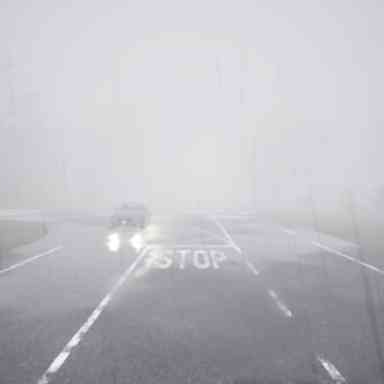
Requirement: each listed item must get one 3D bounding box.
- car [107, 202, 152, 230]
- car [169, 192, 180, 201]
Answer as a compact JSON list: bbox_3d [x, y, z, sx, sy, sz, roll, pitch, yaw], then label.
[{"bbox_3d":[-3.488,1.287,19.225,1.994,1.385,4.181,1,2,0],"label":"car"},{"bbox_3d":[-3.864,0.921,75.222,2.150,2.045,5.566,0,0,0],"label":"car"}]
